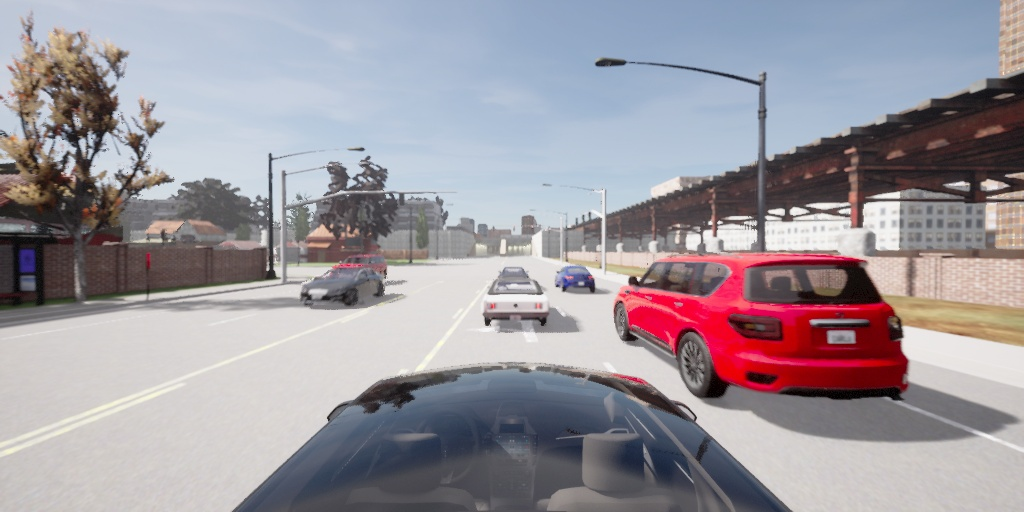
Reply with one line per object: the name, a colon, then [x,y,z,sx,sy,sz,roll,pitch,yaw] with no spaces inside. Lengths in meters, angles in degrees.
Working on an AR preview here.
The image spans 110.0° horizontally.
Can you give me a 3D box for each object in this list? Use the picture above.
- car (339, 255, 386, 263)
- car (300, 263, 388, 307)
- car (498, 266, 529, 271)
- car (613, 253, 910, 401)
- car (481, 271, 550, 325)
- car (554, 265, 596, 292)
car: [-10.509,0.922,25.150,2.150,2.045,5.566,0,0,0]
car: [-7.081,1.238,15.504,2.128,1.511,4.902,0,0,0]
car: [0.094,1.293,21.214,1.994,1.385,4.181,0,0,0]
car: [3.603,0.981,6.619,2.150,2.045,5.566,0,0,0]
car: [0.097,1.359,11.816,1.895,1.301,4.718,0,0,0]
car: [3.596,1.259,20.915,1.812,1.442,4.674,0,0,0]
